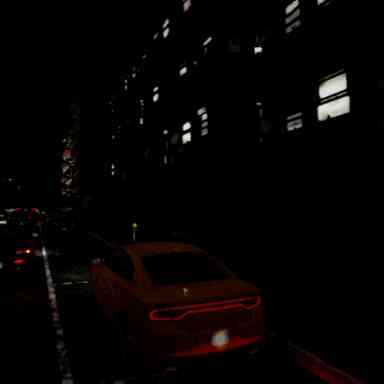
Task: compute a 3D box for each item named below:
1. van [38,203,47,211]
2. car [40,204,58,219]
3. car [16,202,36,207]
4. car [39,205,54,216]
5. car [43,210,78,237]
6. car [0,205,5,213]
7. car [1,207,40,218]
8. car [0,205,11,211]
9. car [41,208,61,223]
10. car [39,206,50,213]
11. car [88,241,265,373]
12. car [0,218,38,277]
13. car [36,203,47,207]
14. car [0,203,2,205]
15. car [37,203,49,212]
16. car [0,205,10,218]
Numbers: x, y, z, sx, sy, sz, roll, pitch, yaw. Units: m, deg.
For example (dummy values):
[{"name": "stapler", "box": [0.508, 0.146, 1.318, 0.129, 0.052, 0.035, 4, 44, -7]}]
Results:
[{"name": "van", "box": [-34.609, 3.463, 76.936, 1.690, 1.788, 3.998, 3, -3, -25]}, {"name": "car", "box": [-13.319, 2.292, 31.951, 1.967, 1.590, 4.097, 3, -3, -25]}, {"name": "car", "box": [-20.574, 2.291, 41.258, 2.150, 2.045, 5.566, 2, -2, -25]}, {"name": "car", "box": [-22.804, 2.837, 51.933, 1.967, 1.590, 4.097, 3, -3, -25]}, {"name": "car", "box": [-8.607, 2.132, 21.944, 1.887, 1.381, 4.507, 3, -3, -25]}, {"name": "car", "box": [-37.010, 3.183, 63.631, 1.887, 1.381, 4.507, 3, -3, -25]}, {"name": "car", "box": [-13.259, 2.153, 25.983, 2.128, 1.511, 4.902, 2, -2, -25]}, {"name": "car", "box": [-44.097, 3.666, 78.628, 1.802, 1.307, 4.206, 3, -3, -25]}, {"name": "car", "box": [-10.968, 2.263, 26.943, 1.887, 1.381, 4.507, 3, -3, -25]}, {"name": "car", "box": [-27.531, 3.262, 61.926, 1.802, 1.307, 4.206, 3, -3, -25]}, {"name": "car", "box": [-0.716, 1.670, 6.245, 1.882, 1.535, 5.008, 2, -2, -25]}, {"name": "car", "box": [-6.041, 1.790, 10.663, 1.812, 1.442, 4.674, 2, -2, -25]}, {"name": "car", "box": [-18.076, 2.435, 41.937, 2.192, 1.841, 5.009, 3, -3, -25]}, {"name": "car", "box": [-34.641, 2.808, 58.642, 2.192, 1.841, 5.009, 3, -3, -25]}, {"name": "car", "box": [-32.247, 3.288, 71.937, 2.192, 1.841, 5.009, 3, -3, -25]}, {"name": "car", "box": [-21.731, 2.473, 37.223, 2.033, 1.411, 5.357, 2, -2, -25]}]
